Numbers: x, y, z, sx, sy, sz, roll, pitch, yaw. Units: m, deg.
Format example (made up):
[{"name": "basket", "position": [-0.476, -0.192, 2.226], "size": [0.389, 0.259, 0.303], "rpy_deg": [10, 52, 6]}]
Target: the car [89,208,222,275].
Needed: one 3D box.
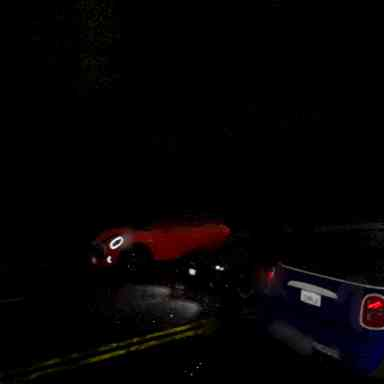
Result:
[{"name": "car", "position": [-0.880, 1.394, 10.701], "size": [4.553, 1.767, 2.097], "rpy_deg": [1, 0, -32]}]

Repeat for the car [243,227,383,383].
[{"name": "car", "position": [3.311, 1.410, 5.451], "size": [4.553, 1.767, 2.097], "rpy_deg": [1, 0, -33]}]

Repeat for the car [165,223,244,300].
[{"name": "car", "position": [1.696, 1.621, 8.496], "size": [4.181, 1.385, 1.994], "rpy_deg": [1, 0, -32]}]
